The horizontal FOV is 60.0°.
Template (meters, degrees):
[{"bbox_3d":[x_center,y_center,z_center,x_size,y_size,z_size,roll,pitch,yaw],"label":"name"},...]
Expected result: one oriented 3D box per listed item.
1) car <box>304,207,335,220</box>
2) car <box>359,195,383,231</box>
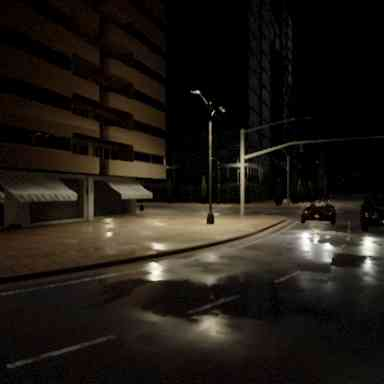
[{"bbox_3d":[8.347,1.282,21.749,1.994,1.385,4.181,0,0,25],"label":"car"},{"bbox_3d":[11.474,1.229,20.177,2.150,2.045,5.566,0,0,25],"label":"car"}]
